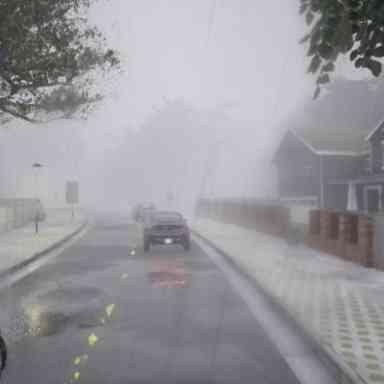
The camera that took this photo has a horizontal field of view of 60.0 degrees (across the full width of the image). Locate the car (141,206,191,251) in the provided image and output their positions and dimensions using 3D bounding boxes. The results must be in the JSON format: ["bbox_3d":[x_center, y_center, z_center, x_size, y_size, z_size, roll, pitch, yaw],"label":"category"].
[{"bbox_3d":[-1.196,1.584,14.593,1.837,1.490,4.892,0,-1,-8],"label":"car"}]

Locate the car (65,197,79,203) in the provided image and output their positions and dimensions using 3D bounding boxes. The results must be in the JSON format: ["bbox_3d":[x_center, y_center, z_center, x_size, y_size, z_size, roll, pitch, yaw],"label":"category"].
[{"bbox_3d":[-29.165,1.871,81.989,2.128,1.511,4.902,0,-1,-27],"label":"car"}]

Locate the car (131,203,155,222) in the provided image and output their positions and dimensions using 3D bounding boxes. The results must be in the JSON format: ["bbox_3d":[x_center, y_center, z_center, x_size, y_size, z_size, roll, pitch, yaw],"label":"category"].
[{"bbox_3d":[-3.978,1.636,27.767,2.128,1.511,4.902,0,0,-15],"label":"car"}]

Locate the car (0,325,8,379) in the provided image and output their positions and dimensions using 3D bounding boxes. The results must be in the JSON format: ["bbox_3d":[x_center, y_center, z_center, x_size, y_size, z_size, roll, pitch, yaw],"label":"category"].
[{"bbox_3d":[-3.027,1.585,2.058,1.994,1.385,4.181,0,0,-2],"label":"car"}]

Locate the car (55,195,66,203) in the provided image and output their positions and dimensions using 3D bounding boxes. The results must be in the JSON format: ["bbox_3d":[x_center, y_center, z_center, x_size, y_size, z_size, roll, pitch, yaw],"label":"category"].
[{"bbox_3d":[-32.842,1.678,83.134,2.150,2.045,5.566,0,-1,-27],"label":"car"}]
